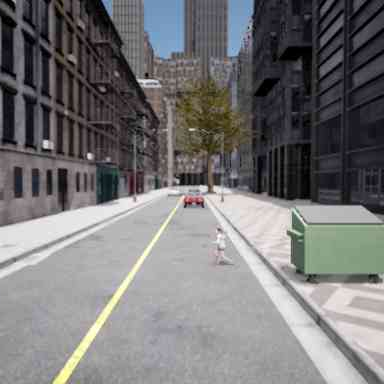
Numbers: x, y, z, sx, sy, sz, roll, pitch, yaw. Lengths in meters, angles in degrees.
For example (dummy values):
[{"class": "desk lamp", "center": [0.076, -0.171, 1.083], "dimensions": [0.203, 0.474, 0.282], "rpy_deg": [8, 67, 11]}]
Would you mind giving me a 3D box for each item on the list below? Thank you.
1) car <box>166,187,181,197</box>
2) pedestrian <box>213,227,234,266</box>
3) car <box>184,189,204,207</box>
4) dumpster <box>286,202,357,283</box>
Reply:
[{"class": "car", "center": [-2.879, -0.014, 52.967], "dimensions": [1.812, 1.442, 4.674], "rpy_deg": [0, 2, 1]}, {"class": "pedestrian", "center": [0.779, 1.419, 8.952], "dimensions": [0.500, 1.100, 0.500], "rpy_deg": [-1, 2, -15]}, {"class": "car", "center": [0.193, 0.689, 31.738], "dimensions": [1.895, 1.301, 4.718], "rpy_deg": [0, 2, 0]}, {"class": "dumpster", "center": [3.167, 1.157, 8.424], "dimensions": [1.020, 1.700, 1.940], "rpy_deg": [0, 2, 0]}]
